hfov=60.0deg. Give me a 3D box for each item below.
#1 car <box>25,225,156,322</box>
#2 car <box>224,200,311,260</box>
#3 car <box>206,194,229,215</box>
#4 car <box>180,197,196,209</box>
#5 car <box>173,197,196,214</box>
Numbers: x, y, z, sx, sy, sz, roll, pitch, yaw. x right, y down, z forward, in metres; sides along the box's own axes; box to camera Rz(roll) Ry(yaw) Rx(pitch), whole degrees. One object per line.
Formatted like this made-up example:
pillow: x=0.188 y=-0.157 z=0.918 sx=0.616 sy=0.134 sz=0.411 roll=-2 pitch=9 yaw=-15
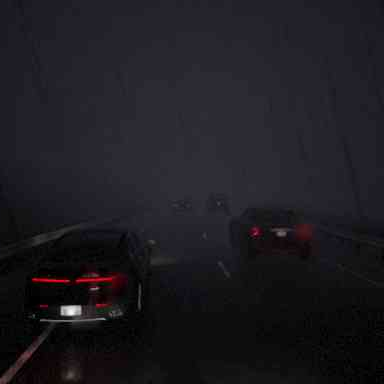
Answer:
car: x=-1.925 y=1.501 z=7.325 sx=1.837 sy=1.490 sz=4.892 roll=0 pitch=0 yaw=-3
car: x=2.714 y=1.342 z=12.588 sx=2.097 sy=1.767 sz=4.553 roll=0 pitch=0 yaw=-3
car: x=2.637 y=1.195 z=34.033 sx=2.150 sy=2.045 sz=5.566 roll=0 pitch=0 yaw=3
car: x=-0.536 y=1.474 z=45.037 sx=1.837 sy=1.490 sz=4.892 roll=0 pitch=0 yaw=4
car: x=-0.872 y=1.502 z=35.159 sx=1.812 sy=1.442 sz=4.674 roll=0 pitch=0 yaw=3
